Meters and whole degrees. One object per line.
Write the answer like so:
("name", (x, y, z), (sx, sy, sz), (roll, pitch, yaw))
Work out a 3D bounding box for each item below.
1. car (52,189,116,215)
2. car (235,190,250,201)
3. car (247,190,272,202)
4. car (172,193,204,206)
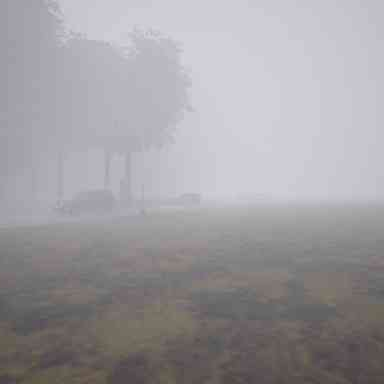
("car", (-9.213, 0.825, 28.912), (2.150, 2.045, 5.566), (1, 2, 36))
("car", (8.753, 0.503, 53.719), (2.097, 1.767, 4.553), (1, 1, 36))
("car", (10.894, 0.783, 51.831), (1.895, 1.301, 4.718), (1, 1, 36))
("car", (-0.438, 0.861, 41.102), (1.837, 1.490, 4.892), (1, 1, 36))
